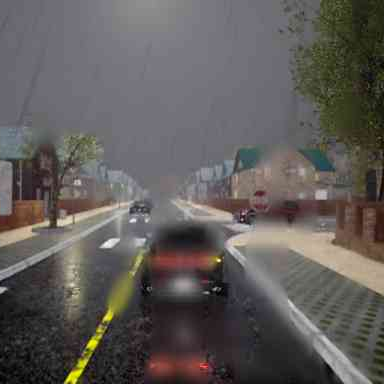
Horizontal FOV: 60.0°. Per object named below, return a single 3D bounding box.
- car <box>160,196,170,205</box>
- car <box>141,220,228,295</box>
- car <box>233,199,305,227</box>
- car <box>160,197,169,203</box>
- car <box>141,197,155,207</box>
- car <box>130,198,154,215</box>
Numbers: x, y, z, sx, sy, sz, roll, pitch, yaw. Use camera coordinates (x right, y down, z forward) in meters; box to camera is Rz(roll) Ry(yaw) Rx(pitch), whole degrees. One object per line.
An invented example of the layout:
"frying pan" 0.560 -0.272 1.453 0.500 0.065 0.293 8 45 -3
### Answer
"car" -5.050 1.615 62.659 1.837 1.490 4.892 0 0 -5
"car" -0.168 1.490 8.627 1.837 1.490 4.892 0 0 0
"car" 5.057 1.294 22.124 4.553 1.767 2.097 0 -1 -9
"car" -6.025 1.675 73.060 1.895 1.301 4.718 0 0 -5
"car" -7.125 1.612 54.837 2.033 1.411 5.357 0 0 -5
"car" -5.200 1.547 33.797 1.994 1.385 4.181 0 0 -5
